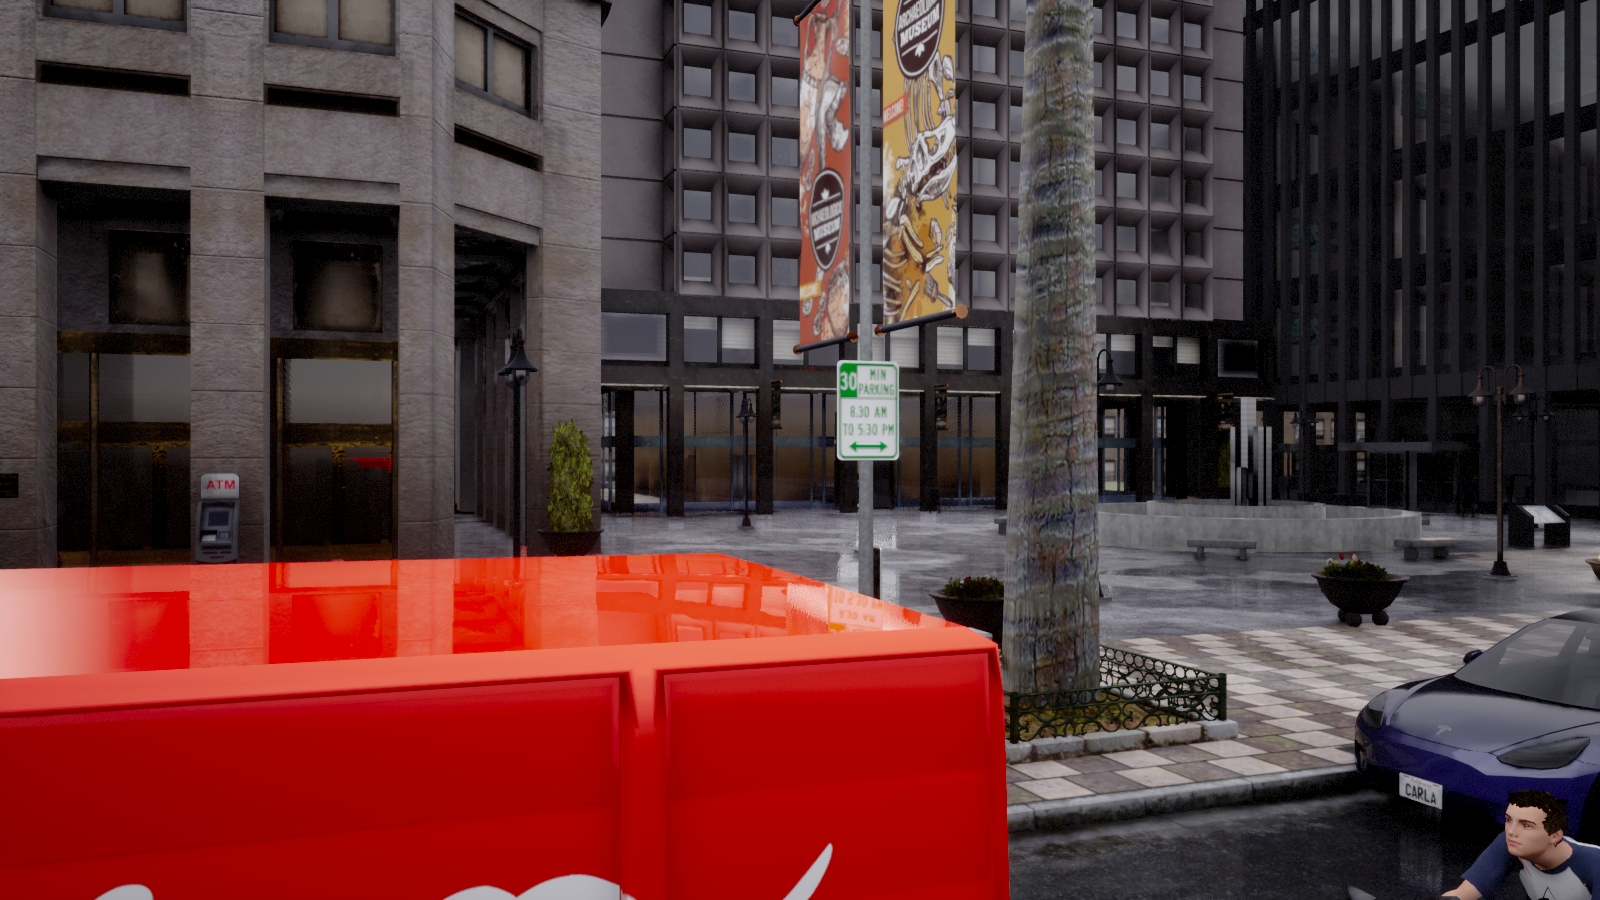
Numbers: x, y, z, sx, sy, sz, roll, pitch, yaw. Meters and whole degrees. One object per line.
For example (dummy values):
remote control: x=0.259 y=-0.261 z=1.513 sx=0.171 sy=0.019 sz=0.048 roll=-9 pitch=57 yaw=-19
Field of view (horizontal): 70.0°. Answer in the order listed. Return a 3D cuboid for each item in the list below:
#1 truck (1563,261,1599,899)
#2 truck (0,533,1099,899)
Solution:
truck: x=8.736 y=0.895 z=6.469 sx=8.468 sy=3.827 sz=2.891 roll=0 pitch=0 yaw=-20
truck: x=-2.337 y=1.568 z=2.464 sx=5.204 sy=2.467 sz=2.627 roll=0 pitch=0 yaw=-20
